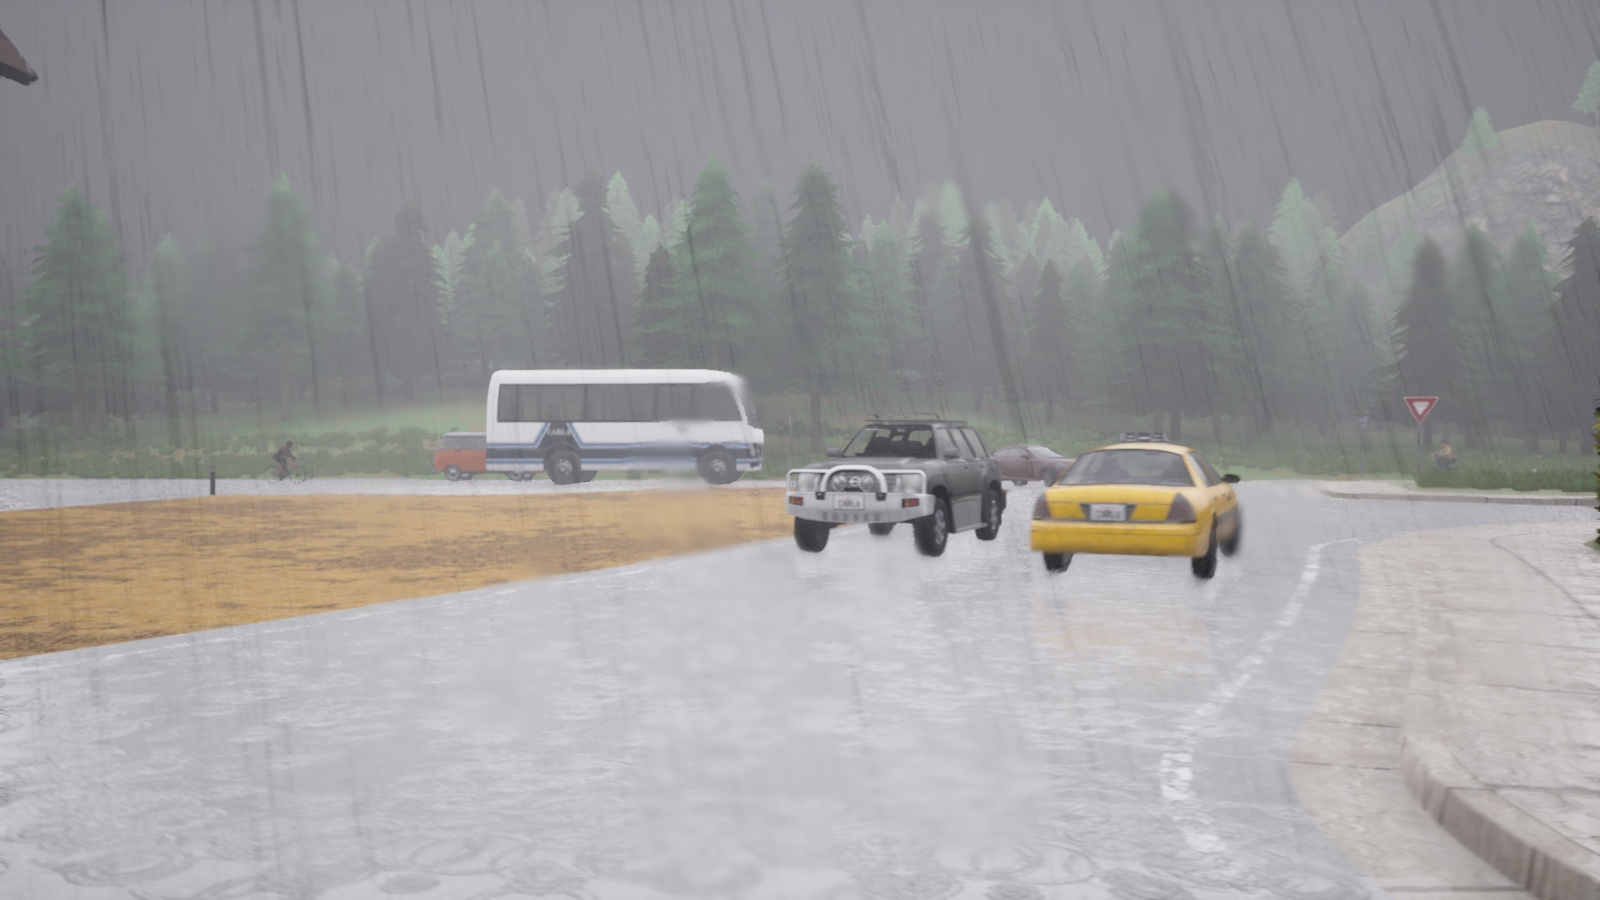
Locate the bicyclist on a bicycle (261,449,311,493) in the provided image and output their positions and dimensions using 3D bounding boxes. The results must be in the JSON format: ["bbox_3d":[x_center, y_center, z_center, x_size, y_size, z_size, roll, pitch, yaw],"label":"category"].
[{"bbox_3d":[-19.432,0.797,47.484,1.656,1.620,0.582,-1,0,3],"label":"bicyclist on a bicycle"}]

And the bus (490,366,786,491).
[{"bbox_3d":[-5.831,-0.770,46.673,10.273,4.253,3.944,-1,0,3],"label":"bus"}]

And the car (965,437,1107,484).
[{"bbox_3d":[7.804,0.375,41.876,1.812,1.442,4.674,-1,-1,-35],"label":"car"}]

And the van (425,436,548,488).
[{"bbox_3d":[-12.603,0.464,50.585,4.442,1.987,1.775,-1,0,3],"label":"van"}]

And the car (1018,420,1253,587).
[{"bbox_3d":[4.127,0.483,14.704,1.801,1.575,5.366,-1,0,24],"label":"car"}]

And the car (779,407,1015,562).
[{"bbox_3d":[1.522,0.391,17.529,1.932,1.855,4.605,-1,0,22],"label":"car"}]
